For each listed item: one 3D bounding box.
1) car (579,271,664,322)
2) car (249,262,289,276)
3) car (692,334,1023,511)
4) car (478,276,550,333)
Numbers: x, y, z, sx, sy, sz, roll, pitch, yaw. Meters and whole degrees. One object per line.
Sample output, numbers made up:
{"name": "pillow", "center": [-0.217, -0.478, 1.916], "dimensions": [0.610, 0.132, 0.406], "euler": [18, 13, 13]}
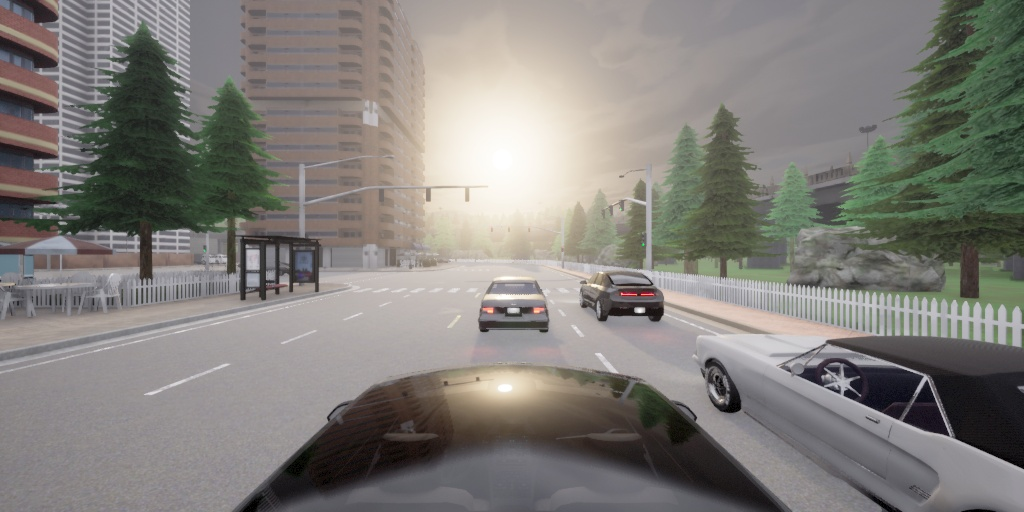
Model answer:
{"name": "car", "center": [3.565, 1.255, 12.353], "dimensions": [1.837, 1.490, 4.892], "euler": [0, 0, 1]}
{"name": "car", "center": [-25.124, 1.331, 37.742], "dimensions": [4.674, 1.442, 1.812], "euler": [0, 0, 0]}
{"name": "car", "center": [3.513, 1.351, 3.090], "dimensions": [1.895, 1.301, 4.718], "euler": [0, 0, 1]}
{"name": "car", "center": [0.078, 1.297, 10.764], "dimensions": [2.033, 1.411, 5.357], "euler": [0, 0, 1]}
